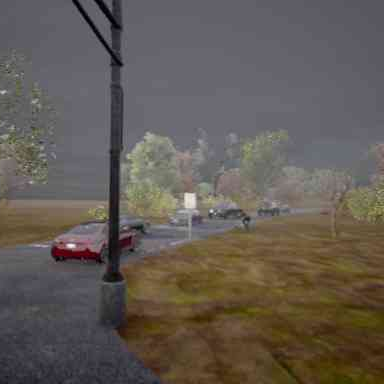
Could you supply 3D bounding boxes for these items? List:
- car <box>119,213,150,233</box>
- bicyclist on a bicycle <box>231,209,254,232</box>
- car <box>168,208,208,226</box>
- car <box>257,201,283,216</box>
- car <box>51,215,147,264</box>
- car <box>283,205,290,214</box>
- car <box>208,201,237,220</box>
[{"bbox_3d":[-4.349,1.999,20.661,1.994,1.385,4.181,0,-1,23],"label":"car"},{"bbox_3d":[3.555,2.010,23.375,1.656,1.620,0.582,0,-1,23],"label":"bicyclist on a bicycle"},{"bbox_3d":[-0.443,2.200,30.128,1.812,1.442,4.674,0,-1,24],"label":"car"},{"bbox_3d":[10.932,2.370,47.487,2.150,2.045,5.566,0,-1,26],"label":"car"},{"bbox_3d":[-3.611,1.841,13.210,1.994,1.385,4.181,0,-1,14],"label":"car"},{"bbox_3d":[15.416,2.881,56.629,2.128,1.511,4.902,0,-1,28],"label":"car"},{"bbox_3d":[3.715,2.136,39.525,2.150,2.045,5.566,0,-1,25],"label":"car"}]
